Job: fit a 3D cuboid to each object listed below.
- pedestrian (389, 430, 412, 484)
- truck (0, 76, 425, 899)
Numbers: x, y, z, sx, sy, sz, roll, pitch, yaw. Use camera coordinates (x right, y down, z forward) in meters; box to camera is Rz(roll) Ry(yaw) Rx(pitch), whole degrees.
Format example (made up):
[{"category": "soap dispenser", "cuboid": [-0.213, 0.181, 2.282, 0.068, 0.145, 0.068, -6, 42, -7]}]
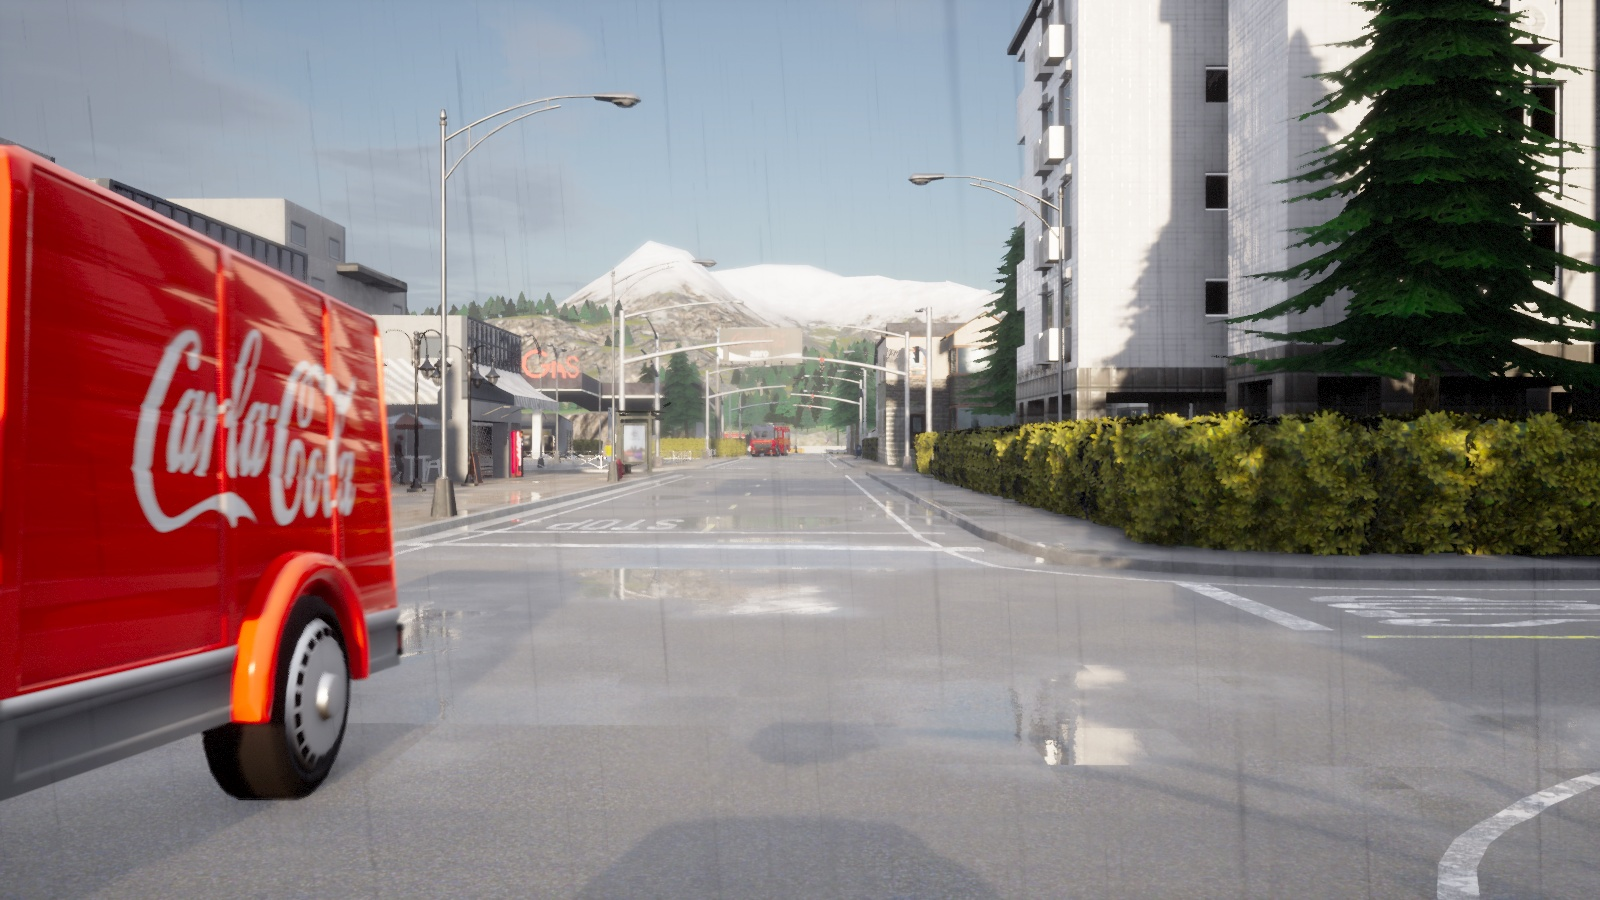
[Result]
[{"category": "pedestrian", "cuboid": [-13.778, 0.247, 43.339, 0.720, 1.854, 0.376, 0, 0, -23]}, {"category": "truck", "cuboid": [-3.456, 0.280, 4.465, 2.627, 2.467, 5.204, 0, -3, 0]}]
